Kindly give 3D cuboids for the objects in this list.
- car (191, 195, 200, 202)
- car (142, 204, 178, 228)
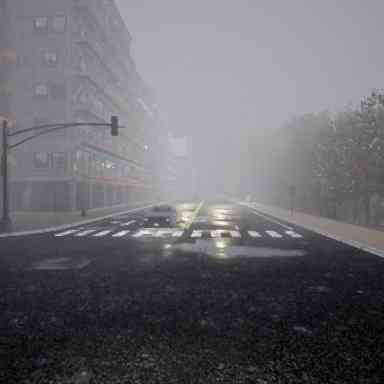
[{"bbox_3d":[0.849,1.450,76.571,1.837,1.490,4.892,0,0,3],"label":"car"},{"bbox_3d":[-1.977,1.552,22.369,2.033,1.411,5.357,0,0,3],"label":"car"}]
